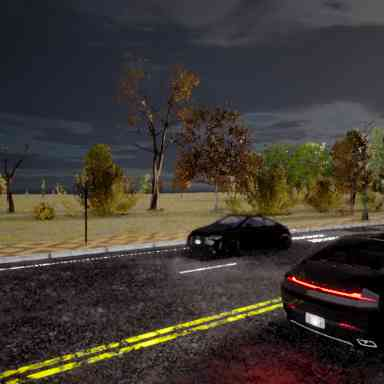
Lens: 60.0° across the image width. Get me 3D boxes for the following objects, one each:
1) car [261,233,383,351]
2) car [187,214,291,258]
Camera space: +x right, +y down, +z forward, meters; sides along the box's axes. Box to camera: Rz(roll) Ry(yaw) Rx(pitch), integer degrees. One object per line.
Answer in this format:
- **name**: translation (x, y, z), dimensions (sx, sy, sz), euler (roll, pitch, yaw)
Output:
- **car**: translation (3.678, 1.504, 5.907), dimensions (4.892, 1.490, 1.837), euler (0, 0, -34)
- **car**: translation (1.870, 1.562, 12.764), dimensions (4.181, 1.385, 1.994), euler (0, 0, -34)
